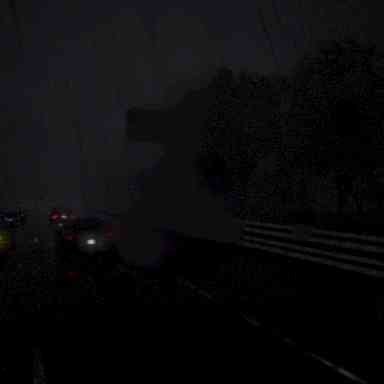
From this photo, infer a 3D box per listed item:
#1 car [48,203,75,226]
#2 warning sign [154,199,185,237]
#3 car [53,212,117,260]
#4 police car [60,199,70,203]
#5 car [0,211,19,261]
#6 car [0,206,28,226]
[{"bbox_3d":[-10.127,1.843,25.991,2.033,1.411,5.357,0,-1,-24],"label":"car"},{"bbox_3d":[-1.193,1.317,17.360,1.300,1.860,1.060,1,-1,-25],"label":"warning sign"},{"bbox_3d":[-4.321,1.717,13.354,1.994,1.385,4.181,0,-1,-24],"label":"car"},{"bbox_3d":[-31.421,2.421,81.727,1.930,1.638,5.238,0,-1,-20],"label":"police car"},{"bbox_3d":[-7.672,1.662,12.268,1.812,1.442,4.674,0,-1,-25],"label":"car"},{"bbox_3d":[-13.865,1.815,25.825,1.812,1.442,4.674,0,-1,-23],"label":"car"}]
